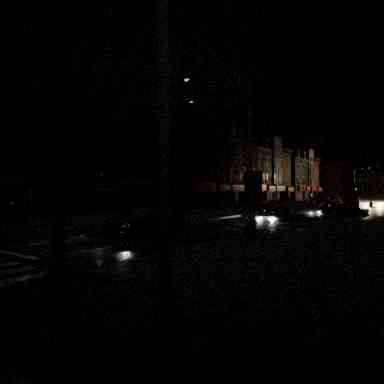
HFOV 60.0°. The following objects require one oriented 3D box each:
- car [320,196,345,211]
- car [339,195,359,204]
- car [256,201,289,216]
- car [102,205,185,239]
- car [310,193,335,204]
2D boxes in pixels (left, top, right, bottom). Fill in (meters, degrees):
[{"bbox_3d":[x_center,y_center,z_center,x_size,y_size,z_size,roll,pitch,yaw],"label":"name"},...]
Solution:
[{"bbox_3d":[16.603,1.470,38.986,1.994,1.385,4.181,-1,0,36],"label":"car"},{"bbox_3d":[22.358,1.487,47.101,1.895,1.301,4.718,-1,0,36],"label":"car"},{"bbox_3d":[7.669,1.516,31.485,1.994,1.385,4.181,-1,0,36],"label":"car"},{"bbox_3d":[-2.404,1.462,17.442,1.882,1.535,5.008,-1,0,36],"label":"car"},{"bbox_3d":[17.155,1.161,44.565,2.128,1.511,4.902,-1,0,36],"label":"car"}]
